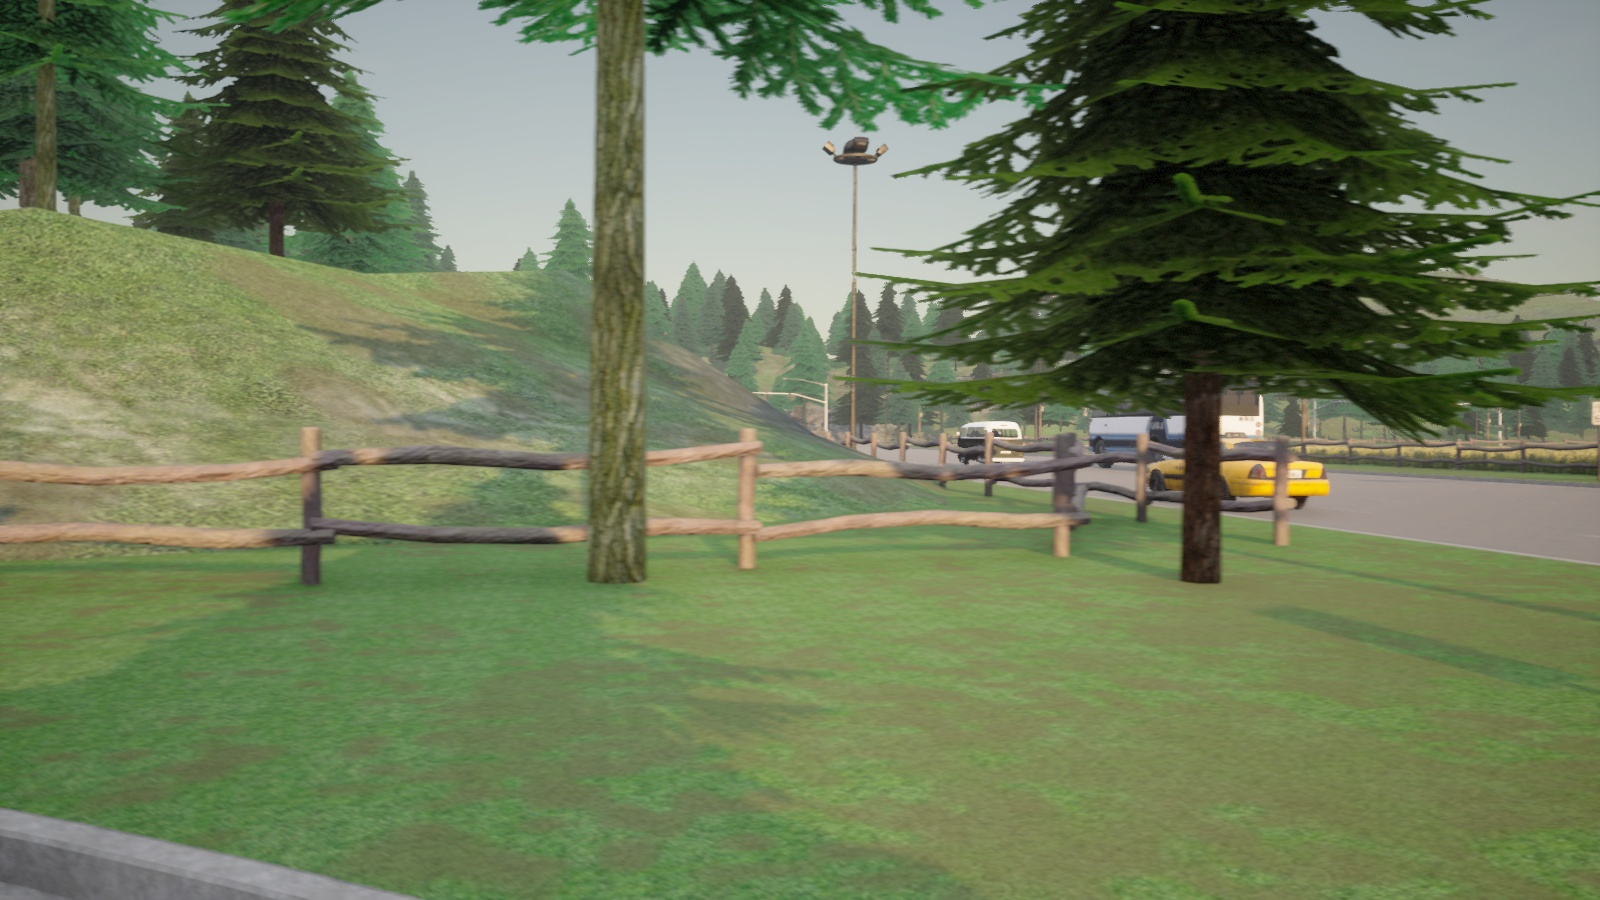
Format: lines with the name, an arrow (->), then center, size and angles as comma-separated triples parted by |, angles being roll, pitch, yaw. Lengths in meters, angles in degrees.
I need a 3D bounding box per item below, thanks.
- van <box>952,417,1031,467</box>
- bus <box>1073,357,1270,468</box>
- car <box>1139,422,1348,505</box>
van -> 8.208, -0.363, 54.292 | 2.069, 2.038, 4.480 | -1, 1, -9
bus -> 15.432, -1.520, 53.420 | 3.944, 4.253, 10.273 | -1, 1, -9
car -> 9.199, 0.220, 26.638 | 1.801, 1.575, 5.366 | -1, 1, -9
